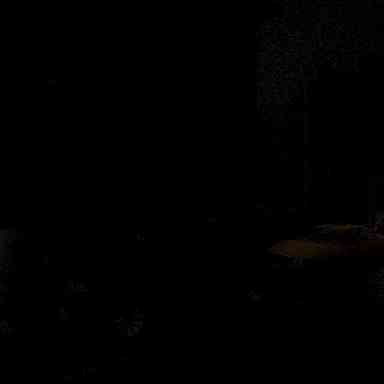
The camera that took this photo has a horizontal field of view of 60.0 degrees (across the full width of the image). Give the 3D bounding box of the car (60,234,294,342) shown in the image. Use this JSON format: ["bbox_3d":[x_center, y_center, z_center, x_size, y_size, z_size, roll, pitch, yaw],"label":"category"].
[{"bbox_3d":[-0.242,1.566,6.496,4.313,1.339,1.947,0,0,-36],"label":"car"}]

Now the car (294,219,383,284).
[{"bbox_3d":[4.030,1.526,9.577,4.829,1.417,1.752,0,0,-36],"label":"car"}]
